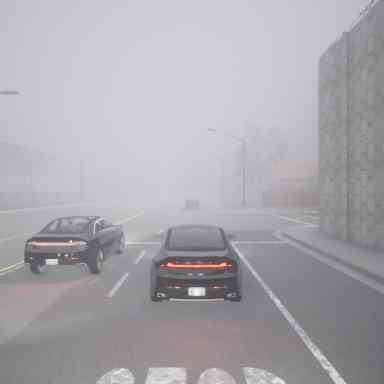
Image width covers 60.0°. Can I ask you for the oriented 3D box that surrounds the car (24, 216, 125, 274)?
[{"bbox_3d":[-3.428,1.492,10.546,2.128,1.511,4.902,0,0,0],"label":"car"}]

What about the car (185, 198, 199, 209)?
[{"bbox_3d":[-0.016,1.491,44.229,2.128,1.511,4.902,0,0,0],"label":"car"}]

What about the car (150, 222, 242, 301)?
[{"bbox_3d":[0.079,1.505,8.277,1.837,1.490,4.892,0,0,0],"label":"car"}]
